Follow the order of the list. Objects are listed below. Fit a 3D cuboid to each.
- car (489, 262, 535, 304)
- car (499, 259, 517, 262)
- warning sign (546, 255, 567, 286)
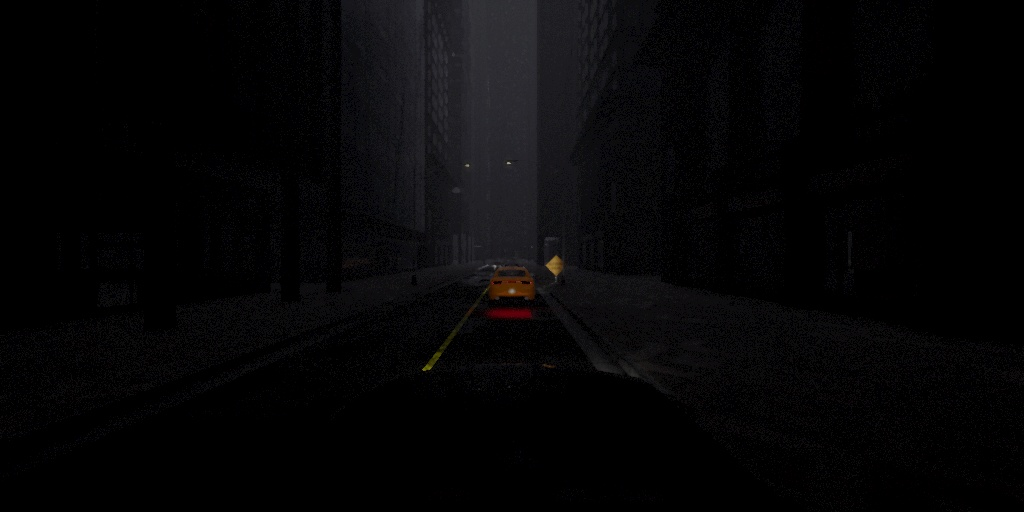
[{"bbox_3d":[-0.001,1.234,16.500,1.882,1.535,5.008,0,0,0],"label":"car"},{"bbox_3d":[0.000,1.282,31.500,1.812,1.442,4.674,0,0,0],"label":"car"},{"bbox_3d":[2.718,0.863,22.101,1.300,1.860,1.060,0,0,0],"label":"warning sign"}]
